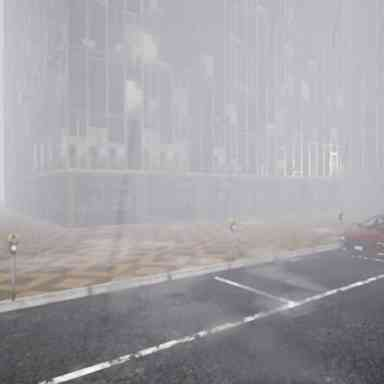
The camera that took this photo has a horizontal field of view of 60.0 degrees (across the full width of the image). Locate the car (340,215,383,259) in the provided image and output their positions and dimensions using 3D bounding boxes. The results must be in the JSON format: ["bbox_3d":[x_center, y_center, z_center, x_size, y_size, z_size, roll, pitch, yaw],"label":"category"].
[{"bbox_3d":[6.923,1.454,11.496,4.507,1.381,1.887,-1,0,-35],"label":"car"}]
